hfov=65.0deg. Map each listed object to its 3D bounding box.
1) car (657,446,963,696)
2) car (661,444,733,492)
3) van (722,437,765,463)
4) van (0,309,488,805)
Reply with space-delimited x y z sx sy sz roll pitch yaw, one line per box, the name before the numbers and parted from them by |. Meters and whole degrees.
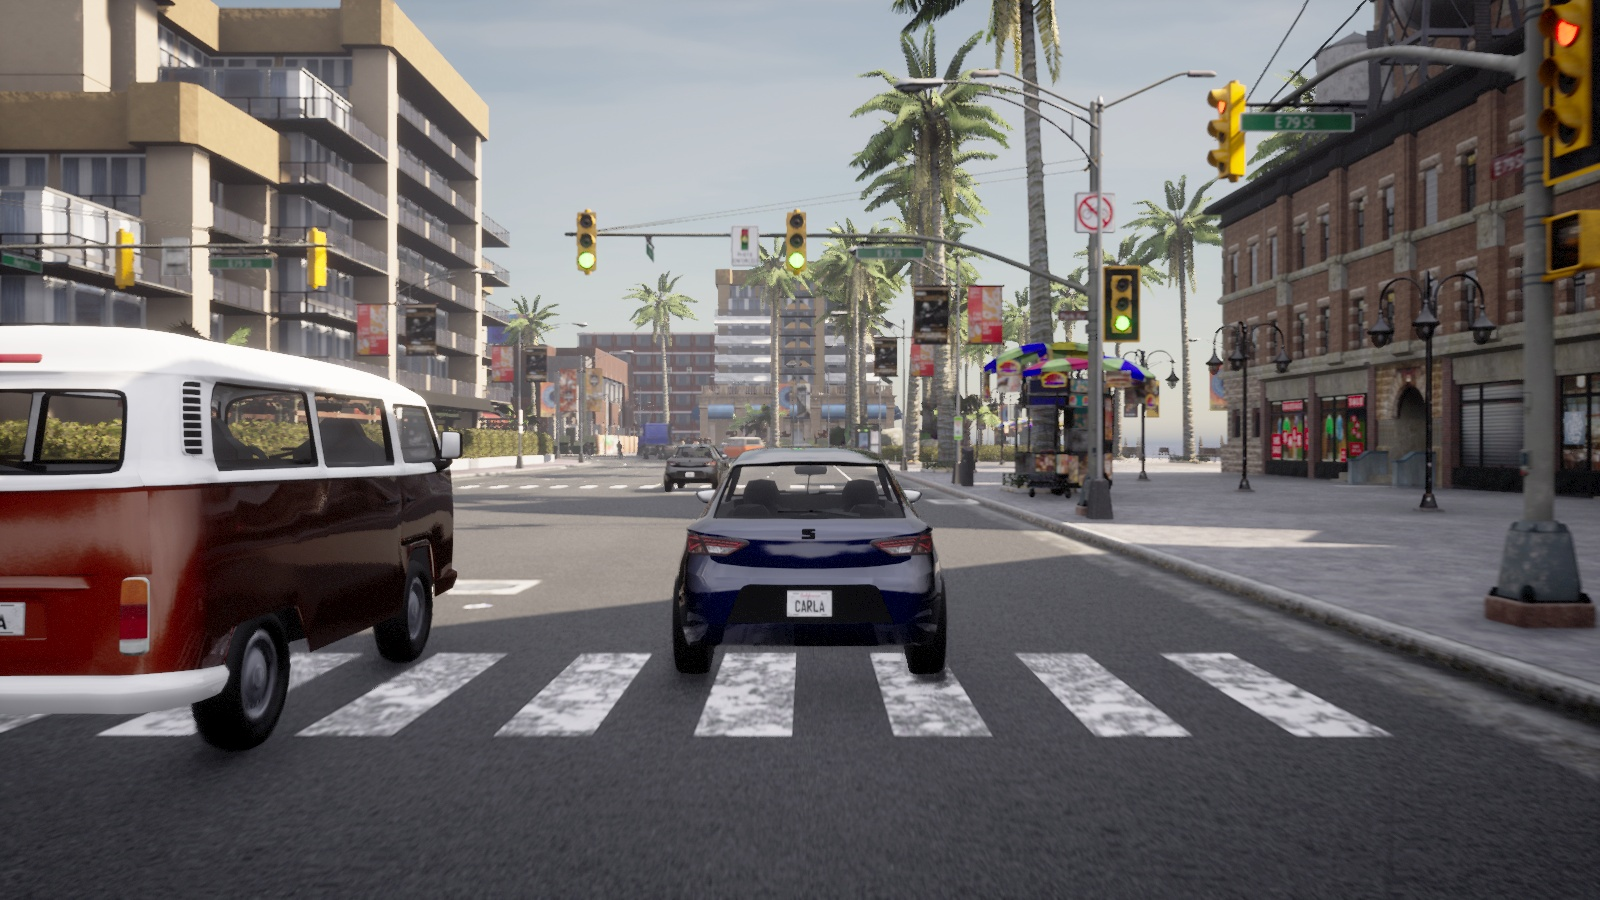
car | 0.070 0.709 9.555 1.816 1.474 4.193 0 0 0
car | -3.278 0.542 40.526 1.816 1.474 4.193 0 0 2
van | -4.435 -0.021 97.193 1.775 1.987 4.442 0 0 -25
van | -3.442 0.428 7.398 2.069 2.038 4.480 0 0 0
